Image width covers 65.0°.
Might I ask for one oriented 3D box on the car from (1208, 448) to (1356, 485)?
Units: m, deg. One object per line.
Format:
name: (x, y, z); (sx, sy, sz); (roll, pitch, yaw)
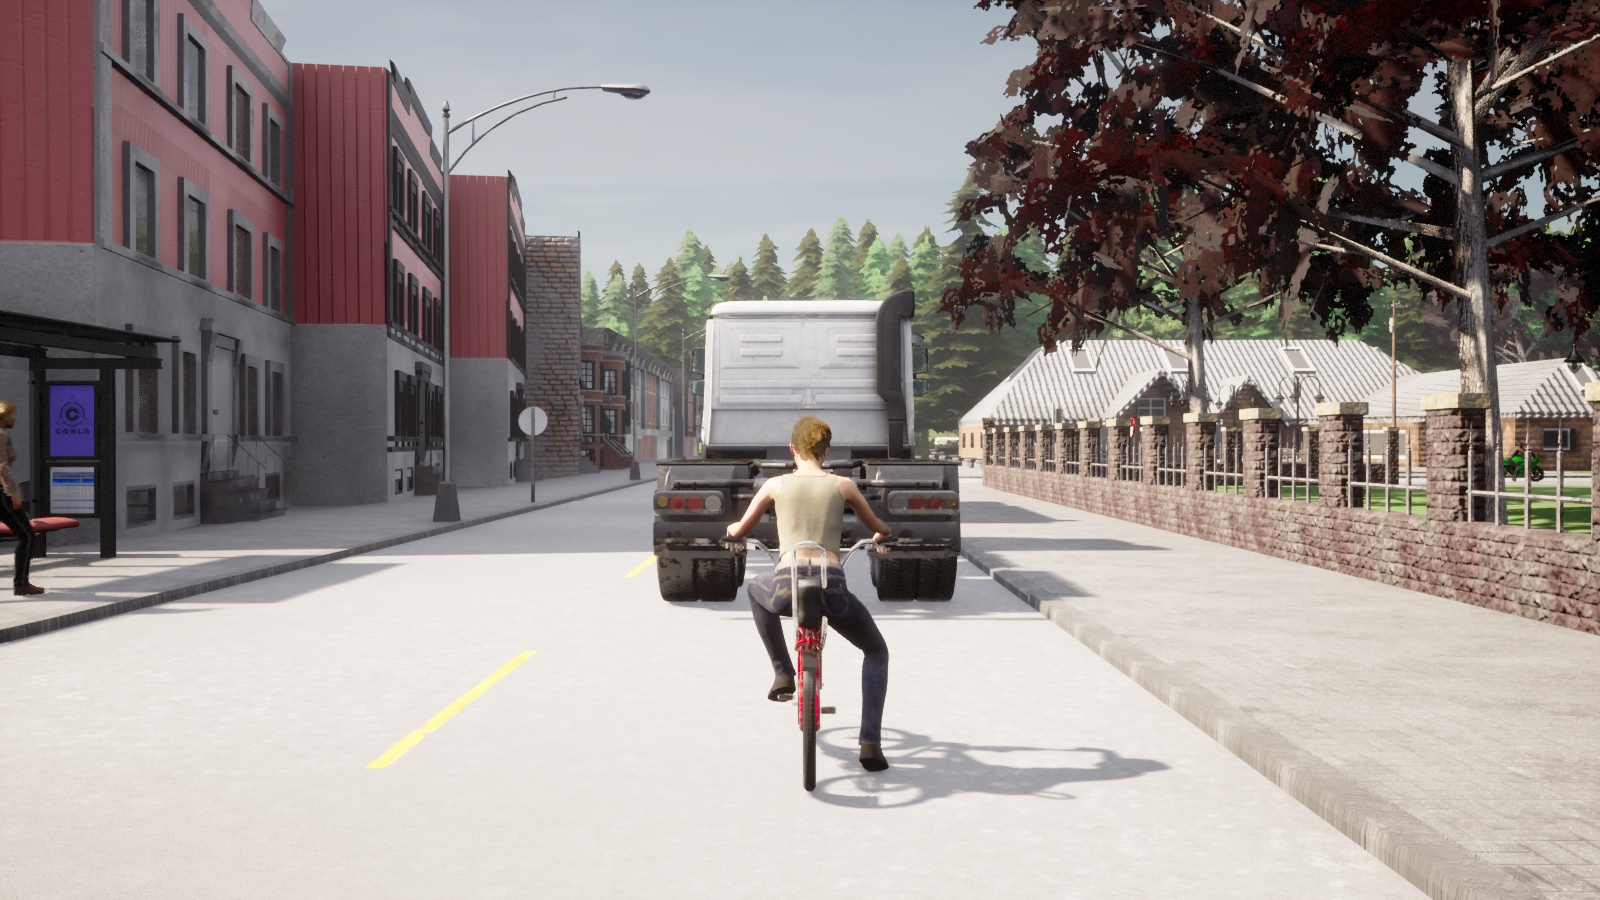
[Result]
car: (17.769, 0.599, 46.425); (4.718, 1.301, 1.895); (0, 0, -1)

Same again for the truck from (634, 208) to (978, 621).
truck: (0.095, -0.317, 14.519); (2.891, 3.462, 7.936); (0, 0, 1)

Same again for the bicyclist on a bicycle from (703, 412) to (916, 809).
bicyclist on a bicycle: (0.044, 0.650, 5.856); (0.866, 1.612, 1.509); (0, 0, 0)

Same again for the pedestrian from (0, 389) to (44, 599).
pedestrian: (-7.160, 0.387, 11.202); (0.331, 1.846, 0.634); (0, 0, 37)

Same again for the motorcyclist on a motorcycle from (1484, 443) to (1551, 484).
motorcyclist on a motorcycle: (26.488, 0.488, 46.375); (2.044, 1.523, 0.797); (0, 0, -1)
